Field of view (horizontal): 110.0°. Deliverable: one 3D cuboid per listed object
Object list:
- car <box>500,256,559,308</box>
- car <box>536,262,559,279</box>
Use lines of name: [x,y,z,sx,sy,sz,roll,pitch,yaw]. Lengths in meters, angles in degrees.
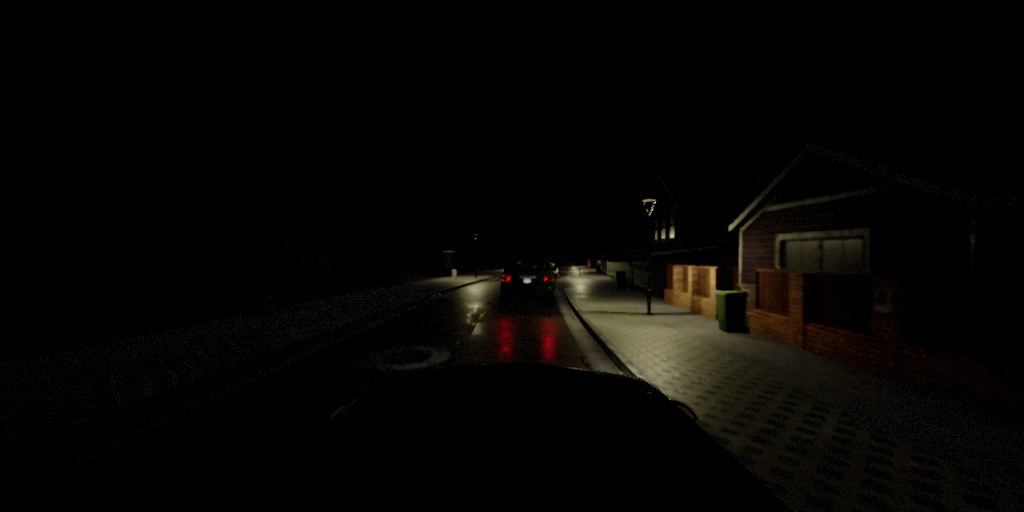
car: [0.775,1.012,15.753,2.150,2.045,5.566,0,0,5]
car: [3.625,1.403,35.851,1.812,1.442,4.674,0,0,11]
